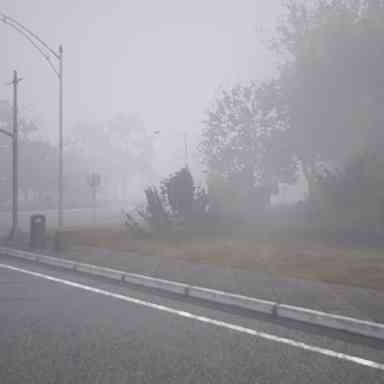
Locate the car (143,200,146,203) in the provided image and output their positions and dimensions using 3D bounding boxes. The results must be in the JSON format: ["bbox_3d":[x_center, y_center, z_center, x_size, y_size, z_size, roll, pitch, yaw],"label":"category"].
[{"bbox_3d":[-5.536,1.467,48.070,2.128,1.511,4.902,0,0,32],"label":"car"}]
